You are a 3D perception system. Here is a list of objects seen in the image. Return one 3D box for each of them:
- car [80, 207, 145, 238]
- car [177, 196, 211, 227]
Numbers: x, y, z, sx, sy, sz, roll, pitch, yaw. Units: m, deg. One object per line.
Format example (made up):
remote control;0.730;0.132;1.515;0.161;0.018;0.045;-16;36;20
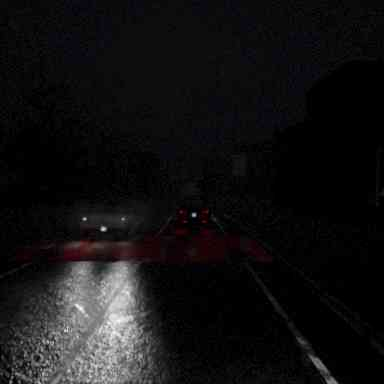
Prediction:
car;-3.302;1.291;14.647;1.895;1.301;4.718;0;-5;0
car;0.114;1.251;20.559;2.163;1.488;4.792;0;1;0
